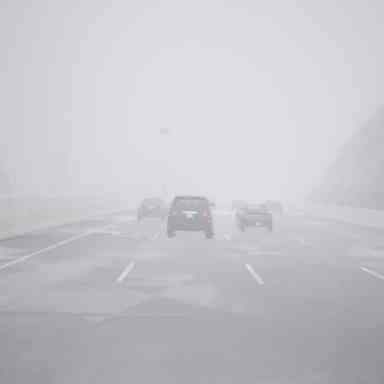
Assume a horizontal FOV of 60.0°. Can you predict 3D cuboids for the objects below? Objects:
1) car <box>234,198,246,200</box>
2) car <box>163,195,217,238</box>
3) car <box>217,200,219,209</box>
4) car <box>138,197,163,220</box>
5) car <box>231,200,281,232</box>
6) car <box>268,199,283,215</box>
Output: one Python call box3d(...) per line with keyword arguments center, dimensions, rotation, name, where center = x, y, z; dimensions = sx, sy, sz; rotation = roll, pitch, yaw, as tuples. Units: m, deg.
box3d(center=(5.861, 1.466, 40.768), dimensions=(1.882, 1.535, 5.008), rotation=(1, 0, 10), name="car")
box3d(center=(0.020, 1.159, 17.608), dimensions=(2.150, 2.045, 5.566), rotation=(1, 0, 3), name="car")
box3d(center=(2.182, 1.385, 39.873), dimensions=(1.882, 1.535, 5.008), rotation=(1, 0, 9), name="car")
box3d(center=(-2.794, 1.193, 26.204), dimensions=(2.097, 1.767, 4.553), rotation=(1, 0, 4), name="car")
box3d(center=(3.769, 1.505, 20.536), dimensions=(2.128, 1.511, 4.902), rotation=(1, 0, 3), name="car")
box3d(center=(8.667, 1.576, 35.813), dimensions=(1.837, 1.490, 4.892), rotation=(0, 0, 8), name="car")
